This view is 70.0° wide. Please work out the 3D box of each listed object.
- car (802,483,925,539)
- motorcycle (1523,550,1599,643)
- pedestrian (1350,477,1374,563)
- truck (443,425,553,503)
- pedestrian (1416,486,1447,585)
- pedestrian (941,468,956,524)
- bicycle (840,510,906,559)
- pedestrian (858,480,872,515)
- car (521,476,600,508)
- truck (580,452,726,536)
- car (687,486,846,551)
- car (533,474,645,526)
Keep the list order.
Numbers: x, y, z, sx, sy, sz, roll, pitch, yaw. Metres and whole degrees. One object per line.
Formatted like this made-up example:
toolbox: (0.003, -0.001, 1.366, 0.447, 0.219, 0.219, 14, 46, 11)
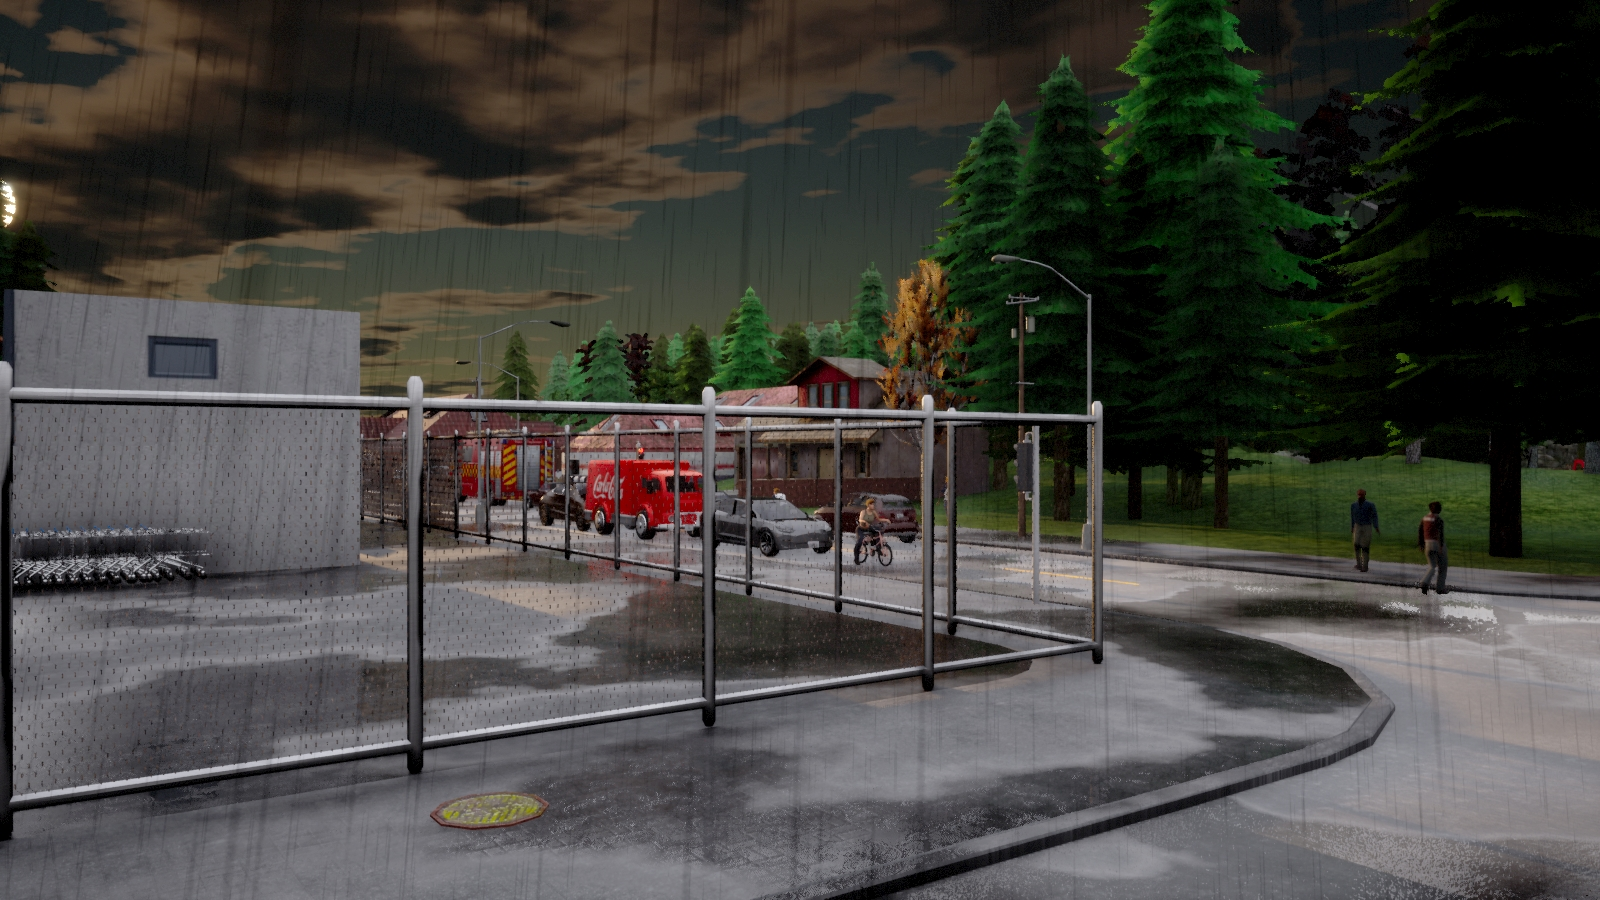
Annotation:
car: (1.870, 1.795, 34.627, 1.789, 1.549, 3.705, 0, -1, -35)
motorcycle: (11.006, 1.989, 15.442, 2.033, 1.145, 0.803, 0, -1, 28)
pedestrian: (12.281, 1.520, 24.966, 0.375, 1.860, 0.375, 0, 0, 45)
truck: (-16.070, 0.667, 60.303, 2.891, 3.827, 8.468, 0, 0, -35)
pedestrian: (12.060, 1.625, 21.819, 0.375, 1.860, 0.375, 0, 0, -27)
pedestrian: (4.927, 1.520, 37.955, 0.375, 1.860, 0.375, 0, 0, -22)
bicycle: (1.773, 2.033, 27.810, 0.859, 1.080, 1.487, 0, 0, -35)
pedestrian: (2.452, 1.801, 43.148, 0.375, 1.300, 0.375, 0, 0, -33)
car: (-11.268, 1.931, 53.453, 1.895, 1.301, 4.718, 0, 0, -35)
truck: (-4.910, 1.336, 37.383, 2.627, 2.467, 5.204, 0, 0, -35)
car: (-1.029, 1.840, 31.812, 2.163, 1.488, 4.792, 0, 0, -35)
car: (-7.756, 1.772, 41.538, 2.152, 1.651, 5.027, 0, 0, -34)
